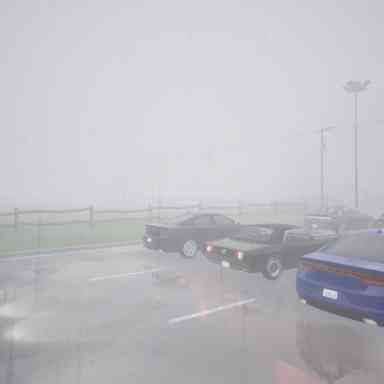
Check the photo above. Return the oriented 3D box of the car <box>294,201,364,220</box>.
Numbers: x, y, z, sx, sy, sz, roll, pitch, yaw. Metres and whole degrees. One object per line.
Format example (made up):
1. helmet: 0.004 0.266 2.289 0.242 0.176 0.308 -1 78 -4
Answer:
1. car: 8.153 1.491 18.205 4.902 1.511 2.128 0 0 -36

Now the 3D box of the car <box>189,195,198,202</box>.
1. car: 0.080 1.401 76.491 2.128 1.511 4.902 0 0 -36

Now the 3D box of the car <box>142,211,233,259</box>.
1. car: 0.560 1.478 12.755 5.008 1.535 1.882 0 0 -36

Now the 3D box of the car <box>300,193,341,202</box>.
1. car: 19.480 1.221 49.834 2.150 2.045 5.566 0 0 -36

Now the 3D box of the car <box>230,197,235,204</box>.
1. car: 4.741 1.601 58.128 1.895 1.301 4.718 0 0 -36

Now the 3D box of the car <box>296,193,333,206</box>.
1. car: 20.134 1.223 54.869 2.150 2.045 5.566 0 0 -36

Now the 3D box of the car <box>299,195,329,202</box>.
1. car: 15.034 1.505 44.060 1.837 1.490 4.892 0 0 -36

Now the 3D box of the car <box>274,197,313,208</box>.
1. car: 15.143 1.547 49.830 2.033 1.411 5.357 0 0 -36

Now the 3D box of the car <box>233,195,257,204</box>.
1. car: 10.698 1.496 67.907 1.837 1.490 4.892 0 2 -36

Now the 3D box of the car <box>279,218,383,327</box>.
1. car: 4.223 1.478 6.767 5.008 1.535 1.882 0 0 -36

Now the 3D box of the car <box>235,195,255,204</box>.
1. car: 9.452 1.525 63.595 1.812 1.442 4.674 0 0 -36

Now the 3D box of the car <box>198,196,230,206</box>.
1. car: 3.542 1.526 53.848 1.812 1.442 4.674 0 0 -36

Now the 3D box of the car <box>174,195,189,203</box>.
1. car: -3.316 1.501 69.281 1.837 1.490 4.892 0 0 -36

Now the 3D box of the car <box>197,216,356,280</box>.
1. car: 2.696 1.601 9.980 4.718 1.301 1.895 0 0 -35

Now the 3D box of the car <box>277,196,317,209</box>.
1. car: 12.662 1.526 41.406 1.812 1.442 4.674 0 0 -37

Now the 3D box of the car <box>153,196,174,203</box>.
1. car: -6.061 1.558 67.070 1.994 1.385 4.181 0 0 -36

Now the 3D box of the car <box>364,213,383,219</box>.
1. car: 10.199 1.505 15.364 4.892 1.490 1.837 0 0 -36

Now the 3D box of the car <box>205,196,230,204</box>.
1. car: 4.817 1.492 64.000 2.128 1.511 4.902 0 0 -36
